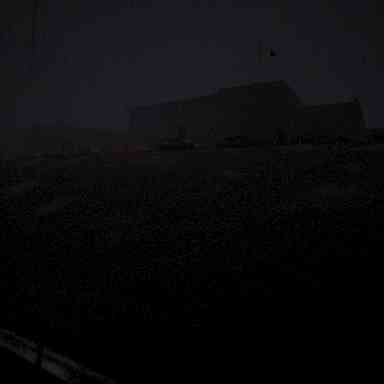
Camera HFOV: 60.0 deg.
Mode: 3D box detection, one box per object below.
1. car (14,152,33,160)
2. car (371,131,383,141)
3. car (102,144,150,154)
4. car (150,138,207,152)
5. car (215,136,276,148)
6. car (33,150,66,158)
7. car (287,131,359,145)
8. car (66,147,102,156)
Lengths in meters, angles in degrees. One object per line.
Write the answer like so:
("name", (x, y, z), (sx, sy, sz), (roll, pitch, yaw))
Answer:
("car", (-19.576, -4.046, 40.227), (4.892, 1.521, 2.231), (1, 0, 34))
("car", (13.793, -3.355, 20.490), (4.892, 1.521, 2.231), (1, 1, 27))
("car", (-5.650, -3.766, 31.171), (5.008, 1.535, 2.097), (1, 1, 32))
("car", (-0.896, -3.790, 28.355), (4.553, 1.767, 2.185), (1, 1, 31))
("car", (4.097, -3.529, 25.555), (4.792, 1.488, 2.163), (1, 1, 29))
("car", (-15.009, -3.966, 37.127), (4.892, 1.521, 2.231), (1, 1, 34))
("car", (8.961, -3.417, 22.948), (4.674, 1.452, 2.002), (1, 1, 28))
("car", (-10.362, -3.829, 34.099), (4.674, 1.452, 2.002), (1, 1, 33))
